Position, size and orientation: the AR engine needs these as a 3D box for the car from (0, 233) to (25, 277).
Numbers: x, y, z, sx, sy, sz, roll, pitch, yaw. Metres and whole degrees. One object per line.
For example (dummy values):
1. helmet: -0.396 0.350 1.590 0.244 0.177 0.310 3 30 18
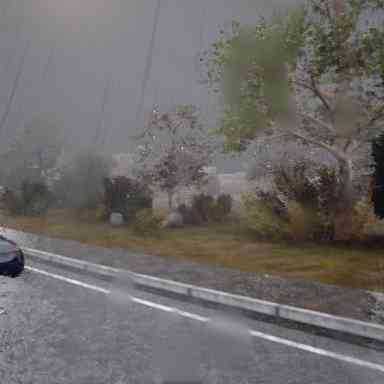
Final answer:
1. car: -6.398 1.575 9.187 4.181 1.385 1.994 0 0 39
